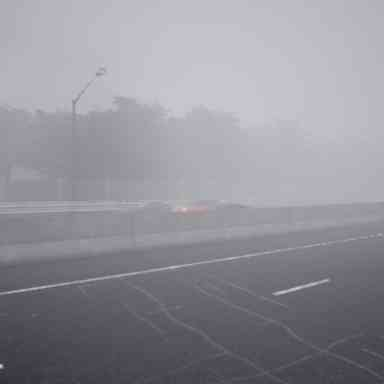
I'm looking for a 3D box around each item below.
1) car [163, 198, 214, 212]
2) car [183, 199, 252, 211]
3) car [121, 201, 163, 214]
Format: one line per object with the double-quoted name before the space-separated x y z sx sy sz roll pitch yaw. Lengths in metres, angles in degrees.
"car" 0.498 1.310 25.689 4.553 1.767 2.097 0 0 -35
"car" 2.130 1.468 22.565 4.892 1.490 1.837 0 0 -35
"car" -3.492 1.496 27.182 4.674 1.442 1.812 0 0 -35
